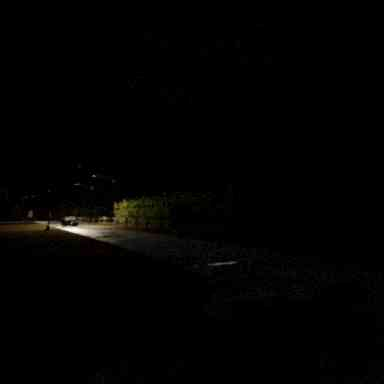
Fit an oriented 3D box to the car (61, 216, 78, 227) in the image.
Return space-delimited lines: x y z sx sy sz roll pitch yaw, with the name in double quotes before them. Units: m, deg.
"car" -17.869 4.327 48.596 2.128 1.511 4.902 2 -4 -28
